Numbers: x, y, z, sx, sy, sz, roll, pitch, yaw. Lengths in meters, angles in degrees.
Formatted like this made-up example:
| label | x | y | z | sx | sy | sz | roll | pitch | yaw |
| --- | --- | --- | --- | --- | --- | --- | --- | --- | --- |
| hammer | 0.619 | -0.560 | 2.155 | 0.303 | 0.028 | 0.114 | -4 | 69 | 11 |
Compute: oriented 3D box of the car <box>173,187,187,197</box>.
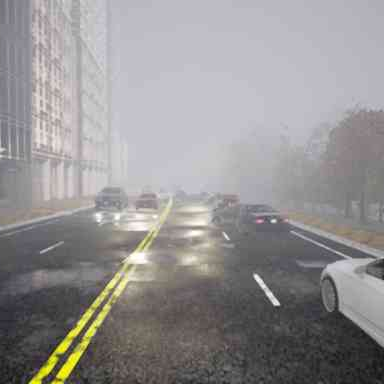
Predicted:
| label | x | y | z | sx | sy | sz | roll | pitch | yaw |
| --- | --- | --- | --- | --- | --- | --- | --- | --- | --- |
| car | -1.917 | 0.212 | 57.572 | 1.994 | 1.385 | 4.181 | 0 | 1 | -4 |

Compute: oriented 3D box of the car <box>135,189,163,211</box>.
| label | x | y | z | sx | sy | sz | roll | pitch | yaw |
| --- | --- | --- | --- | --- | --- | --- | --- | --- | --- |
| car | -3.926 | 0.781 | 29.941 | 1.882 | 1.535 | 5.008 | 0 | 1 | -2 |

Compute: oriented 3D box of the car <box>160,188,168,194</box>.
| label | x | y | z | sx | sy | sz | roll | pitch | yaw |
| --- | --- | --- | --- | --- | --- | --- | --- | --- | --- |
| car | -6.107 | -0.193 | 70.535 | 1.994 | 1.385 | 4.181 | 0 | 1 | -4 |

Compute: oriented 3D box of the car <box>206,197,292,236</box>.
| label | x | y | z | sx | sy | sz | roll | pitch | yaw |
| --- | --- | --- | --- | --- | --- | --- | --- | --- | --- |
| car | 2.634 | 1.174 | 15.968 | 2.033 | 1.411 | 5.357 | 0 | 1 | -16 |

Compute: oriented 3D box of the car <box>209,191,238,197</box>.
| label | x | y | z | sx | sy | sz | roll | pitch | yaw |
| --- | --- | --- | --- | --- | --- | --- | --- | --- | --- |
| car | 2.810 | 0.889 | 26.261 | 2.163 | 1.488 | 4.792 | 0 | 1 | -2 |

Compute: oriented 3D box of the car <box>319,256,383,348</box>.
| label | x | y | z | sx | sy | sz | roll | pitch | yaw |
| --- | --- | --- | --- | --- | --- | --- | --- | --- | --- |
| car | 3.230 | 1.426 | 4.129 | 1.812 | 1.442 | 4.674 | 0 | 1 | 0 |

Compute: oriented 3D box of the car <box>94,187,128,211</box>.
| label | x | y | z | sx | sy | sz | roll | pitch | yaw |
| --- | --- | --- | --- | --- | --- | --- | --- | --- | --- |
| car | -7.187 | 0.525 | 30.186 | 2.150 | 2.045 | 5.566 | 0 | 1 | -2 |

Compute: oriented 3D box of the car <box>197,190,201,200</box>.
| label | x | y | z | sx | sy | sz | roll | pitch | yaw |
| --- | --- | --- | --- | --- | --- | --- | --- | --- | --- |
| car | 1.876 | 0.358 | 48.318 | 2.128 | 1.511 | 4.902 | 0 | 1 | -3 |

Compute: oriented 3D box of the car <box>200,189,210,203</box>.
| label | x | y | z | sx | sy | sz | roll | pitch | yaw |
| --- | --- | --- | --- | --- | --- | --- | --- | --- | --- |
| car | 2.408 | 0.674 | 37.279 | 2.033 | 1.411 | 5.357 | 0 | 1 | -2 |

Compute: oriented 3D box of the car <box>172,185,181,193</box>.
| label | x | y | z | sx | sy | sz | roll | pitch | yaw |
| --- | --- | --- | --- | --- | --- | --- | --- | --- | --- |
| car | -3.672 | -0.743 | 80.667 | 2.150 | 2.045 | 5.566 | 0 | 1 | -5 |

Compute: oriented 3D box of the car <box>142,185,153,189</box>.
| label | x | y | z | sx | sy | sz | roll | pitch | yaw |
| --- | --- | --- | --- | --- | --- | --- | --- | --- | --- |
| car | -9.377 | -0.529 | 70.655 | 2.150 | 2.045 | 5.566 | 0 | 1 | -4 |
